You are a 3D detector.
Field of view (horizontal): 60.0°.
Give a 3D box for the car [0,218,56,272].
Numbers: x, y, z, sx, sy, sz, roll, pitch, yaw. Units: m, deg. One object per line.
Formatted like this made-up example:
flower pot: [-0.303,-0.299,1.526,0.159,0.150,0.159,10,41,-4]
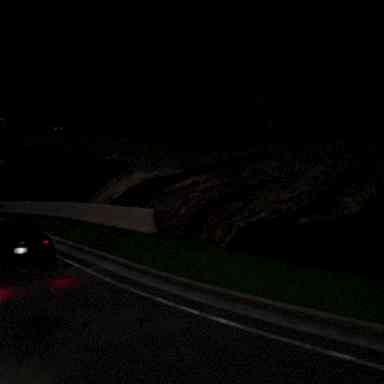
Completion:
car: [-5.751,1.477,10.177,1.994,1.385,4.181,0,0,-41]
